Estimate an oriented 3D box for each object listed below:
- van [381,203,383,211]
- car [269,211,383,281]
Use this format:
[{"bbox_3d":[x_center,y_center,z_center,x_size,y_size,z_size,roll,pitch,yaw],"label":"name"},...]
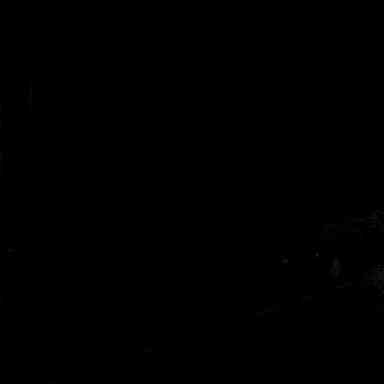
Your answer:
[{"bbox_3d":[8.714,1.158,12.812,3.998,1.788,1.690,-1,0,-36],"label":"van"},{"bbox_3d":[4.128,1.434,9.518,4.507,1.381,1.887,-1,0,-36],"label":"car"}]
